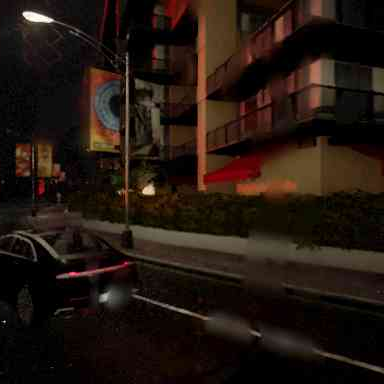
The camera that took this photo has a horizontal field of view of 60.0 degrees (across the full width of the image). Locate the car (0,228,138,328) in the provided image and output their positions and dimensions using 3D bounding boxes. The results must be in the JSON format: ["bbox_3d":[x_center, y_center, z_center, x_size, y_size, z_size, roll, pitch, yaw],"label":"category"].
[{"bbox_3d":[-3.197,1.523,7.133,4.902,1.511,2.128,0,0,42],"label":"car"}]
